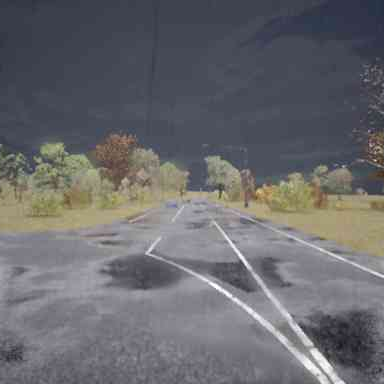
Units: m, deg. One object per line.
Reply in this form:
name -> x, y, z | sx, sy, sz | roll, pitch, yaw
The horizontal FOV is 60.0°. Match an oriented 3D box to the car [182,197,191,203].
car -> -1.553, 2.218, 91.549 | 2.128, 1.511, 4.902 | 0, 0, 7

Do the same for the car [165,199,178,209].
car -> -3.376, 1.926, 54.767 | 1.882, 1.535, 5.008 | 0, 0, 0
